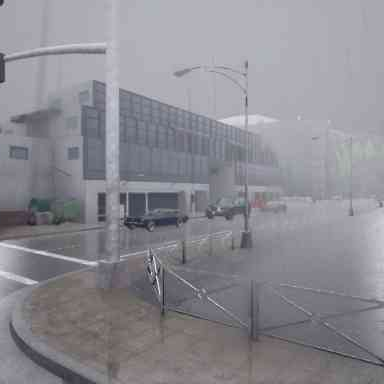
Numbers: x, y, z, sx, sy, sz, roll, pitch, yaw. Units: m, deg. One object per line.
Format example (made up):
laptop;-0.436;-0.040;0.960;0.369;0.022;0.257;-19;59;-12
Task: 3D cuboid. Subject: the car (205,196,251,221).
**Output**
car;3.413;1.396;30.187;2.150;2.045;5.566;0;0;36

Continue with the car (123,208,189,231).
car;-2.315;1.777;22.159;1.895;1.301;4.718;0;0;35

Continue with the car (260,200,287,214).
car;9.602;1.702;38.840;1.812;1.442;4.674;0;0;36
